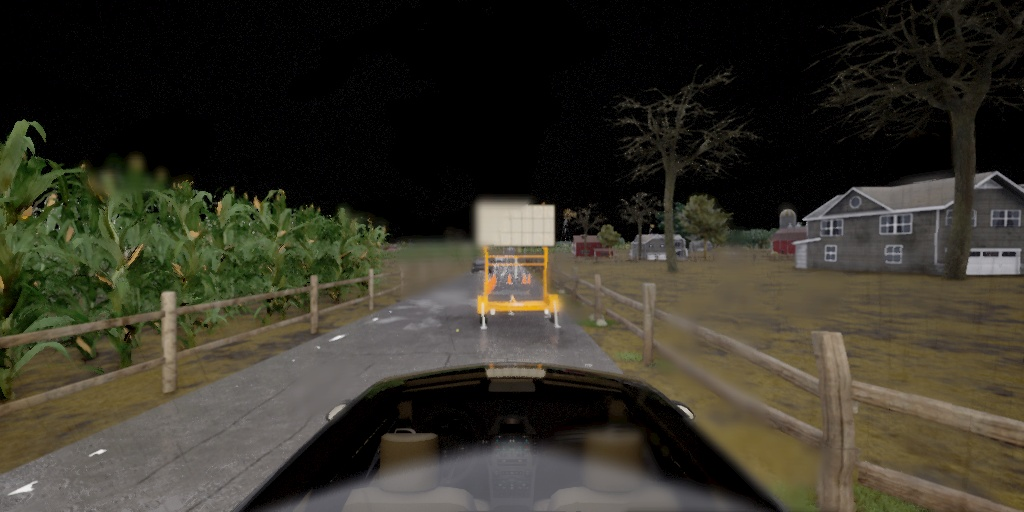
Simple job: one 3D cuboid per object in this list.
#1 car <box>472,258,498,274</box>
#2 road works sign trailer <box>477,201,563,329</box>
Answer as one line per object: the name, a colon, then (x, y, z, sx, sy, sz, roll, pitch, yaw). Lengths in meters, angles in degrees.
car: (-2.845, 1.044, 35.892, 2.033, 1.411, 5.357, 0, 0, 0)
road works sign trailer: (0.122, 0.135, 11.050, 2.380, 3.560, 2.880, 0, 0, -5)
